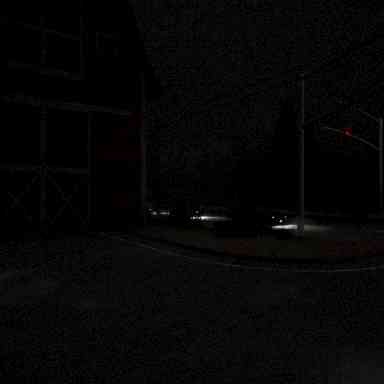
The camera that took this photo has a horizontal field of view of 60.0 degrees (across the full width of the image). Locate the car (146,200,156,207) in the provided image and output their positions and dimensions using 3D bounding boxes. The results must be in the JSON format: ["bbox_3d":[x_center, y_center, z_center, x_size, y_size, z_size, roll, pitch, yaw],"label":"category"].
[{"bbox_3d":[-6.348,1.881,42.680,1.895,1.301,4.718,0,0,-34],"label":"car"}]

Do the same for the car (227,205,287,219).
[{"bbox_3d":[4.918,1.723,26.225,2.033,1.411,5.357,0,0,-34],"label":"car"}]

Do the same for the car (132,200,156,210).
[{"bbox_3d":[-7.350,1.890,50.681,1.994,1.385,4.181,0,0,-34],"label":"car"}]

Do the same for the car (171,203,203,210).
[{"bbox_3d":[-0.599,1.791,34.281,1.994,1.385,4.181,0,0,-34],"label":"car"}]
